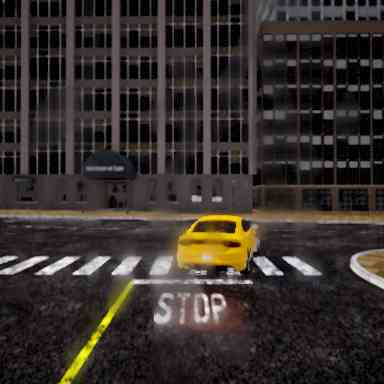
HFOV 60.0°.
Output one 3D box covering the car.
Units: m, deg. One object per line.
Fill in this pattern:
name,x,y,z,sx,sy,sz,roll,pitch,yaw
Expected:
car,1.026,1.488,10.724,1.882,1.535,5.008,0,0,15
